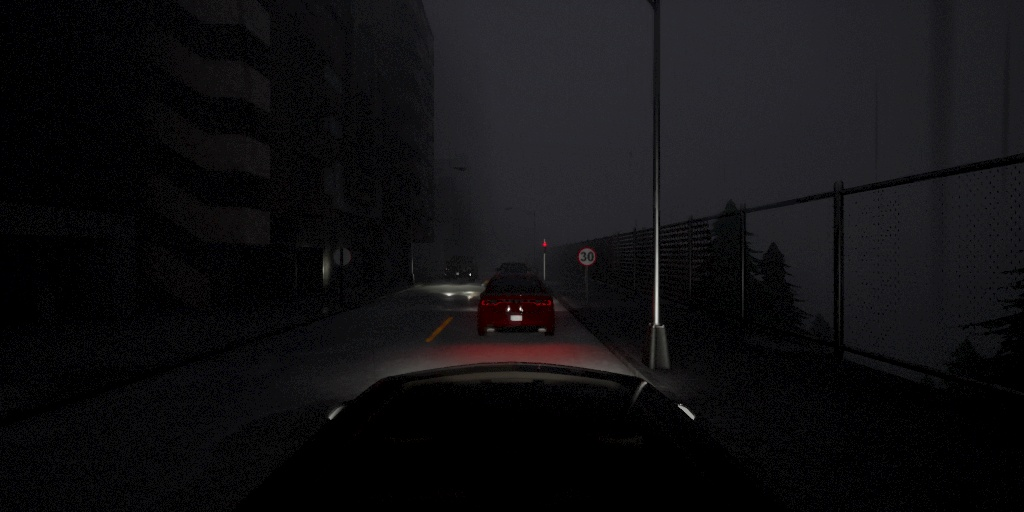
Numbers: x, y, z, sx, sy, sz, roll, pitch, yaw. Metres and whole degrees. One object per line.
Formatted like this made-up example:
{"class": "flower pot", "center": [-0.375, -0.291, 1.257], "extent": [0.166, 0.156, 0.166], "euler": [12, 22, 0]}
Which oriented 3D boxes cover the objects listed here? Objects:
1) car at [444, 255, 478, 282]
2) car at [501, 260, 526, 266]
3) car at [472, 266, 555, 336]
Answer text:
{"class": "car", "center": [-4.022, 0.956, 29.240], "extent": [2.150, 2.045, 5.566], "euler": [0, 0, 0]}
{"class": "car", "center": [0.086, 1.102, 20.806], "extent": [2.097, 1.767, 4.553], "euler": [0, 0, 0]}
{"class": "car", "center": [0.092, 1.228, 10.436], "extent": [1.882, 1.535, 5.008], "euler": [0, 0, 0]}
